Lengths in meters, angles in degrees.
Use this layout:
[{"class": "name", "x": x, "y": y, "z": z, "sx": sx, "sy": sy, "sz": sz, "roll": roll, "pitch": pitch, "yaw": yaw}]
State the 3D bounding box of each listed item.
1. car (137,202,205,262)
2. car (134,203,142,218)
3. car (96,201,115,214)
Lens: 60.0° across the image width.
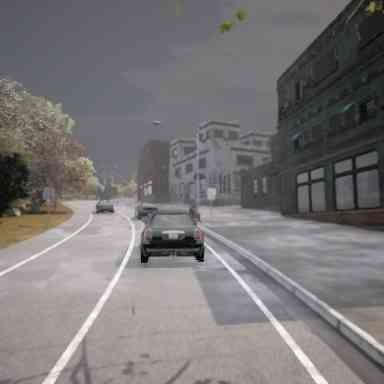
[{"class": "car", "x": -0.811, "y": 1.428, "z": 12.588, "sx": 2.097, "sy": 1.767, "sz": 4.553, "roll": 0, "pitch": 0, "yaw": -6}, {"class": "car", "x": -4.244, "y": 1.720, "z": 30.754, "sx": 1.837, "sy": 1.490, "sz": 4.892, "roll": 2, "pitch": -1, "yaw": -15}, {"class": "car", "x": -9.902, "y": 1.720, "z": 37.673, "sx": 2.033, "sy": 1.411, "sz": 5.357, "roll": 2, "pitch": -1, "yaw": -19}]
